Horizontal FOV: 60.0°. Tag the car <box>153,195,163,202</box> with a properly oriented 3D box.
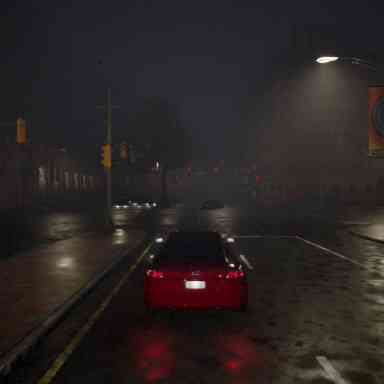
[{"bbox_3d":[-8.043,1.530,78.604,1.837,1.490,4.892,0,0,0],"label":"car"}]

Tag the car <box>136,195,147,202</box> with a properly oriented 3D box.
[{"bbox_3d":[-11.542,1.507,76.598,1.882,1.535,5.008,0,0,0],"label":"car"}]

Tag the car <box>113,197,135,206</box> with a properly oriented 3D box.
[{"bbox_3d":[-11.613,1.585,56.886,1.994,1.385,4.181,0,0,0],"label":"car"}]

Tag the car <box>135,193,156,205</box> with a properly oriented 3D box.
[{"bbox_3d":[-8.112,1.244,58.601,2.150,2.045,5.566,0,0,0],"label":"car"}]

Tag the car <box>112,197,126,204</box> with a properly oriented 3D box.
[{"bbox_3d":[-14.787,1.620,67.841,1.895,1.301,4.718,0,0,0],"label":"car"}]

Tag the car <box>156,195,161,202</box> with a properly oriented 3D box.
[{"bbox_3d":[-8.042,1.627,68.400,1.895,1.301,4.718,0,0,0],"label":"car"}]

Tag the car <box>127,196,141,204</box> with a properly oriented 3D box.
[{"bbox_3d":[-11.563,1.589,66.180,1.994,1.385,4.181,0,0,0],"label":"car"}]

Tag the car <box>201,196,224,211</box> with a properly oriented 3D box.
[{"bbox_3d":[2.621,1.580,42.246,1.994,1.385,4.181,0,0,22],"label":"car"}]

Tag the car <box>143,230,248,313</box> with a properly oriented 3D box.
[{"bbox_3d":[0.070,1.567,7.737,1.994,1.385,4.181,0,0,0],"label":"car"}]
